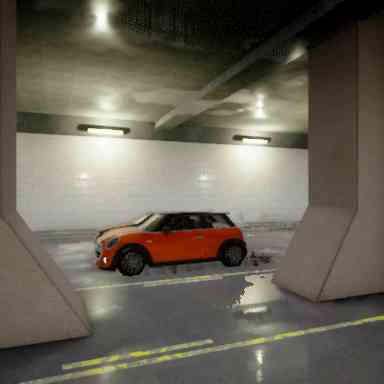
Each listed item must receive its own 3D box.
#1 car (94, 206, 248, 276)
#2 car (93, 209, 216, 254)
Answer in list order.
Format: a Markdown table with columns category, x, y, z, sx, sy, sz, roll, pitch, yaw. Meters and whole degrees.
| category | x | y | z | sx | sy | sz | roll | pitch | yaw |
| --- | --- | --- | --- | --- | --- | --- | --- | --- | --- |
| car | -0.636 | 1.349 | 10.229 | 4.553 | 1.767 | 2.097 | 0 | 0 | -21 |
| car | -1.540 | 1.522 | 13.632 | 4.674 | 1.442 | 1.812 | 0 | 0 | -21 |
